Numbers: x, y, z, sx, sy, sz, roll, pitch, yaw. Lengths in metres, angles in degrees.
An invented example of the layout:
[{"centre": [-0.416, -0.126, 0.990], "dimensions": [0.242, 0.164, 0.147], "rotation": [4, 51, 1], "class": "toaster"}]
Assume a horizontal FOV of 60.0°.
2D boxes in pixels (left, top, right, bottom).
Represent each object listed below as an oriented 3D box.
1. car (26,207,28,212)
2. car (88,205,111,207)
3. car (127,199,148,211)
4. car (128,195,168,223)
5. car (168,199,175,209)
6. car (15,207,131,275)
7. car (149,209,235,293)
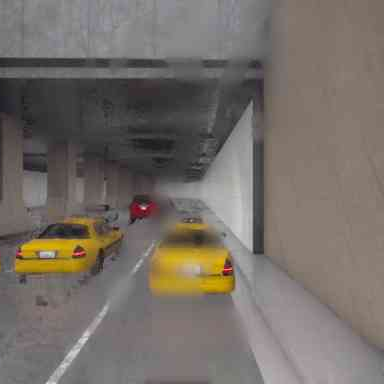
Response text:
[{"centre": [-13.982, 1.504, 24.651], "dimensions": [1.837, 1.490, 4.892], "rotation": [0, 0, 0], "class": "car"}, {"centre": [-6.813, 1.601, 24.941], "dimensions": [1.895, 1.301, 4.718], "rotation": [0, 0, 0], "class": "car"}, {"centre": [-6.809, 1.564, 42.068], "dimensions": [1.994, 1.385, 4.181], "rotation": [0, 0, 0], "class": "car"}, {"centre": [-3.311, 1.220, 25.493], "dimensions": [2.150, 2.045, 5.566], "rotation": [0, 0, 0], "class": "car"}, {"centre": [-3.309, 1.564, 42.162], "dimensions": [1.994, 1.385, 4.181], "rotation": [0, 0, 0], "class": "car"}, {"centre": [-3.396, 1.456, 10.377], "dimensions": [1.801, 1.575, 5.366], "rotation": [0, 0, 0], "class": "car"}, {"centre": [0.005, 1.457, 8.840], "dimensions": [1.801, 1.575, 5.366], "rotation": [0, 0, 0], "class": "car"}]
